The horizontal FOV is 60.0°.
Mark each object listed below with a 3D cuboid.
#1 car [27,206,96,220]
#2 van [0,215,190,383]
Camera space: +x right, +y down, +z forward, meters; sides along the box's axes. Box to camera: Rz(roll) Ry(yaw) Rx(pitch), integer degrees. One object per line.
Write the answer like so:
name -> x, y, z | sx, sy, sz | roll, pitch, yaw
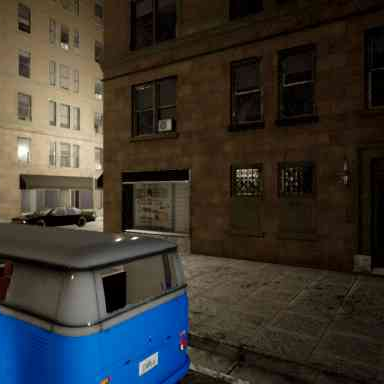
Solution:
car -> -8.771, 1.626, 21.486 | 2.033, 1.411, 5.357 | 0, 0, 33
van -> -1.948, 1.341, 4.074 | 3.998, 1.788, 1.690 | 0, 0, 33
